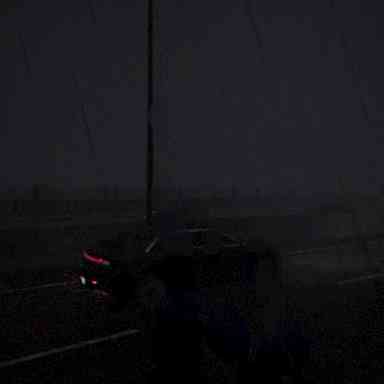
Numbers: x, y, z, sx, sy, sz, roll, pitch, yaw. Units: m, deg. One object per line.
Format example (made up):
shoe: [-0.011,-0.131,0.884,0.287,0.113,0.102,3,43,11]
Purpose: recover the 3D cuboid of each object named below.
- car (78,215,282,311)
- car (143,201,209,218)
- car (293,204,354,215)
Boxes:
car: [-0.050,1.469,7.679,4.902,1.511,2.128,0,0,-33]
car: [-1.071,1.424,23.655,4.902,1.511,2.128,0,0,-29]
car: [8.296,1.483,20.850,4.674,1.442,1.812,0,0,-29]
